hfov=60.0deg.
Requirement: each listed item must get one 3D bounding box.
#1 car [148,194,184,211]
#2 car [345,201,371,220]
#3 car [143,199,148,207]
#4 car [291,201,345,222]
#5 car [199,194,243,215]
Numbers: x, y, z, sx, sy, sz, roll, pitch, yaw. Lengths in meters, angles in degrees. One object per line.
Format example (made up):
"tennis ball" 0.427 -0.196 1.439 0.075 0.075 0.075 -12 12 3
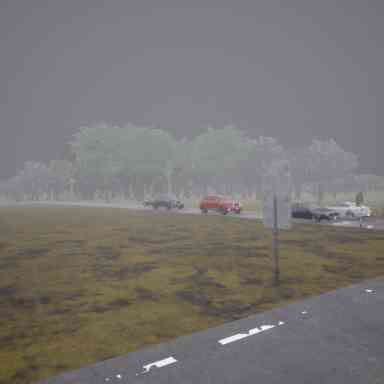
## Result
"car" -3.264 1.364 44.699 2.150 2.045 5.566 -2 1 -36
"car" 12.426 1.506 27.813 1.812 1.442 4.674 -2 1 -35
"car" -6.280 1.635 53.841 2.128 1.511 4.902 -2 1 -35
"car" 9.260 1.606 27.350 2.033 1.411 5.357 -2 1 -36
"car" 2.998 1.306 36.015 2.150 2.045 5.566 -2 1 -35
